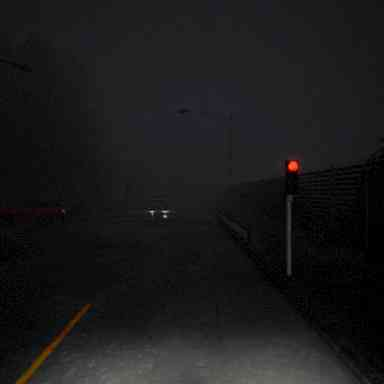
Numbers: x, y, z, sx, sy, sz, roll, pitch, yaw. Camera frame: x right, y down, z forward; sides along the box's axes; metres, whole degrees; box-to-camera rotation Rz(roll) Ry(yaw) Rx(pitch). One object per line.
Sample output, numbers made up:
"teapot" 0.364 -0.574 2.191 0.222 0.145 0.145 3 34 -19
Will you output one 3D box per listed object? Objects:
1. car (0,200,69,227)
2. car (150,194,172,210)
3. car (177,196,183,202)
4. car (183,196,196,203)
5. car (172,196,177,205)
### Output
"car" -10.760 1.352 22.522 4.553 1.767 2.097 0 0 -16
"car" -4.229 1.222 43.984 2.150 2.045 5.566 0 0 0
"car" -4.295 1.540 77.394 5.357 1.411 2.033 0 0 40
"car" -0.345 1.505 67.908 1.837 1.490 4.892 0 0 -5
"car" -4.247 1.355 57.491 2.097 1.767 4.553 0 0 0
